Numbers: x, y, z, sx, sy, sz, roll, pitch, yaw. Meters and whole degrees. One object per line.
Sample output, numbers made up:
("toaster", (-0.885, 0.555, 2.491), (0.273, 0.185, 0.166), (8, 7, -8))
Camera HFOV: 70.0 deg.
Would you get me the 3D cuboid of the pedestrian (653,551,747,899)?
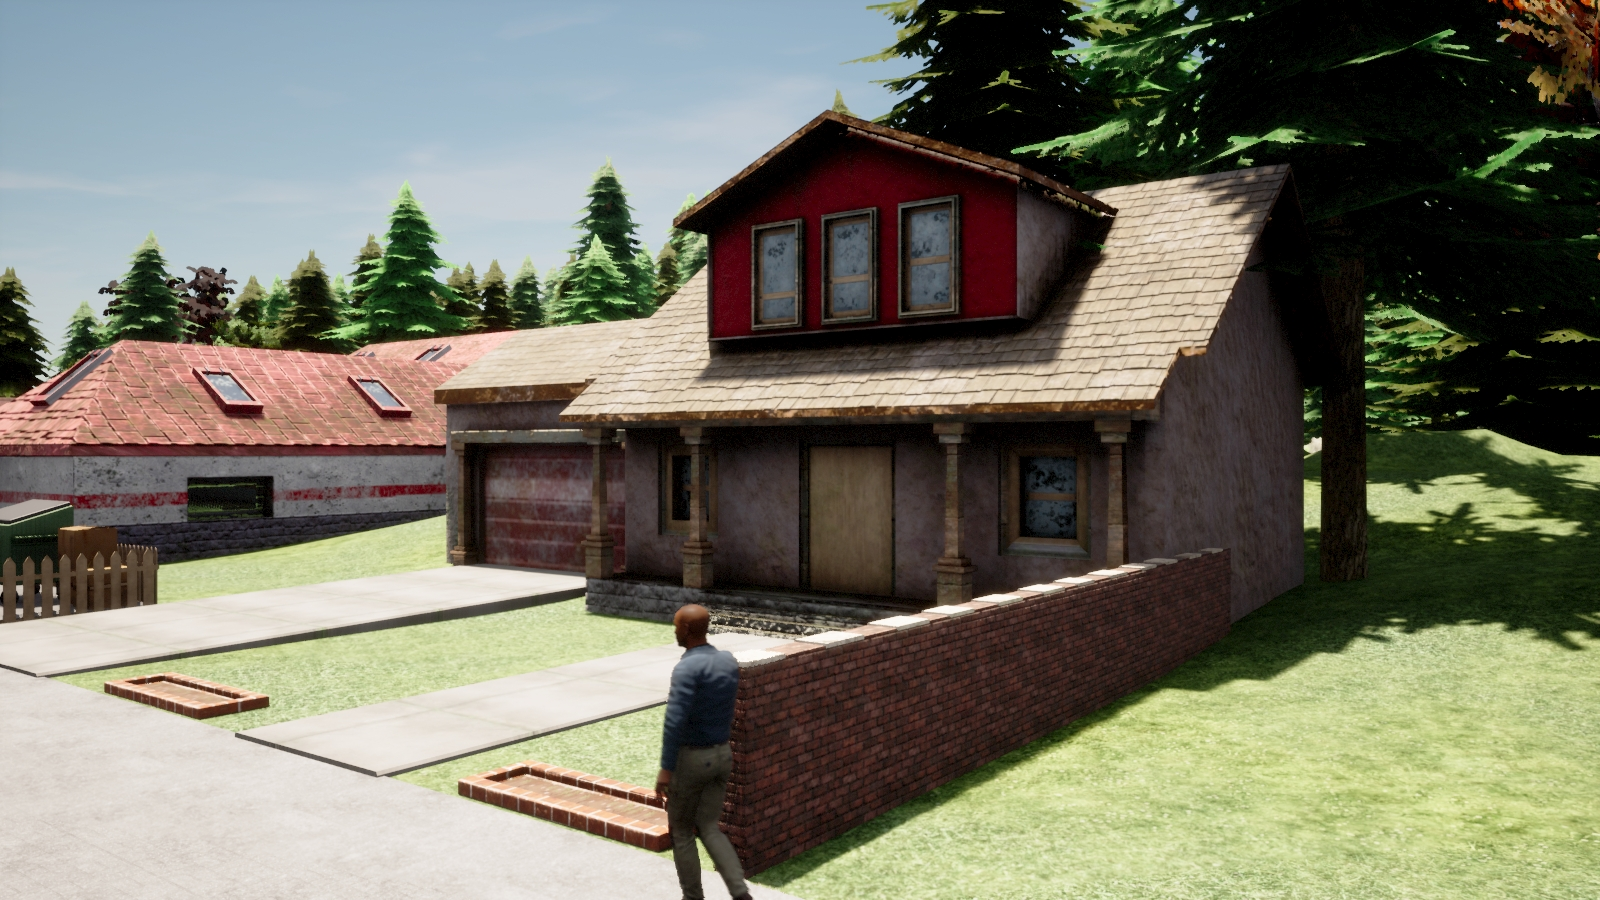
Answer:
("pedestrian", (-0.564, 1.524, 6.483), (0.375, 1.860, 0.375), (0, 0, 37))
